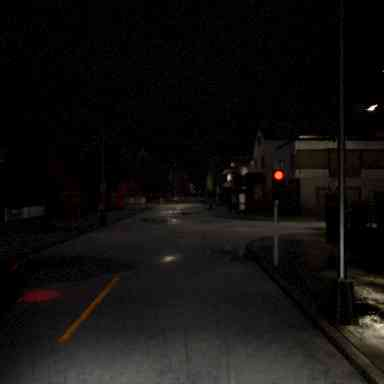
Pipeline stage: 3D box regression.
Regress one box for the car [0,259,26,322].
[{"bbox_3d":[-4.063,1.569,3.942,2.033,1.411,5.357,0,0,0],"label":"car"}]
